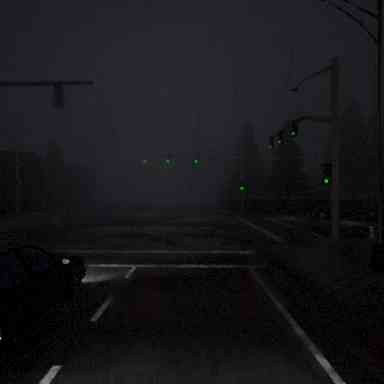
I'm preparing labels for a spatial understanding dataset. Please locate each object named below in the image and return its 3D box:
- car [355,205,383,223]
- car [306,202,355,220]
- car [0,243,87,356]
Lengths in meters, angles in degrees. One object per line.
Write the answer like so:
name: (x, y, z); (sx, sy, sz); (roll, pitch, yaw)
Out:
car: (15.608, 1.644, 25.808); (4.674, 1.442, 1.812); (0, 0, 0)
car: (12.583, 1.638, 29.333); (4.892, 1.490, 1.837); (0, 0, 0)
car: (-3.423, 1.574, 5.523); (2.033, 1.411, 5.357); (0, 0, 0)
